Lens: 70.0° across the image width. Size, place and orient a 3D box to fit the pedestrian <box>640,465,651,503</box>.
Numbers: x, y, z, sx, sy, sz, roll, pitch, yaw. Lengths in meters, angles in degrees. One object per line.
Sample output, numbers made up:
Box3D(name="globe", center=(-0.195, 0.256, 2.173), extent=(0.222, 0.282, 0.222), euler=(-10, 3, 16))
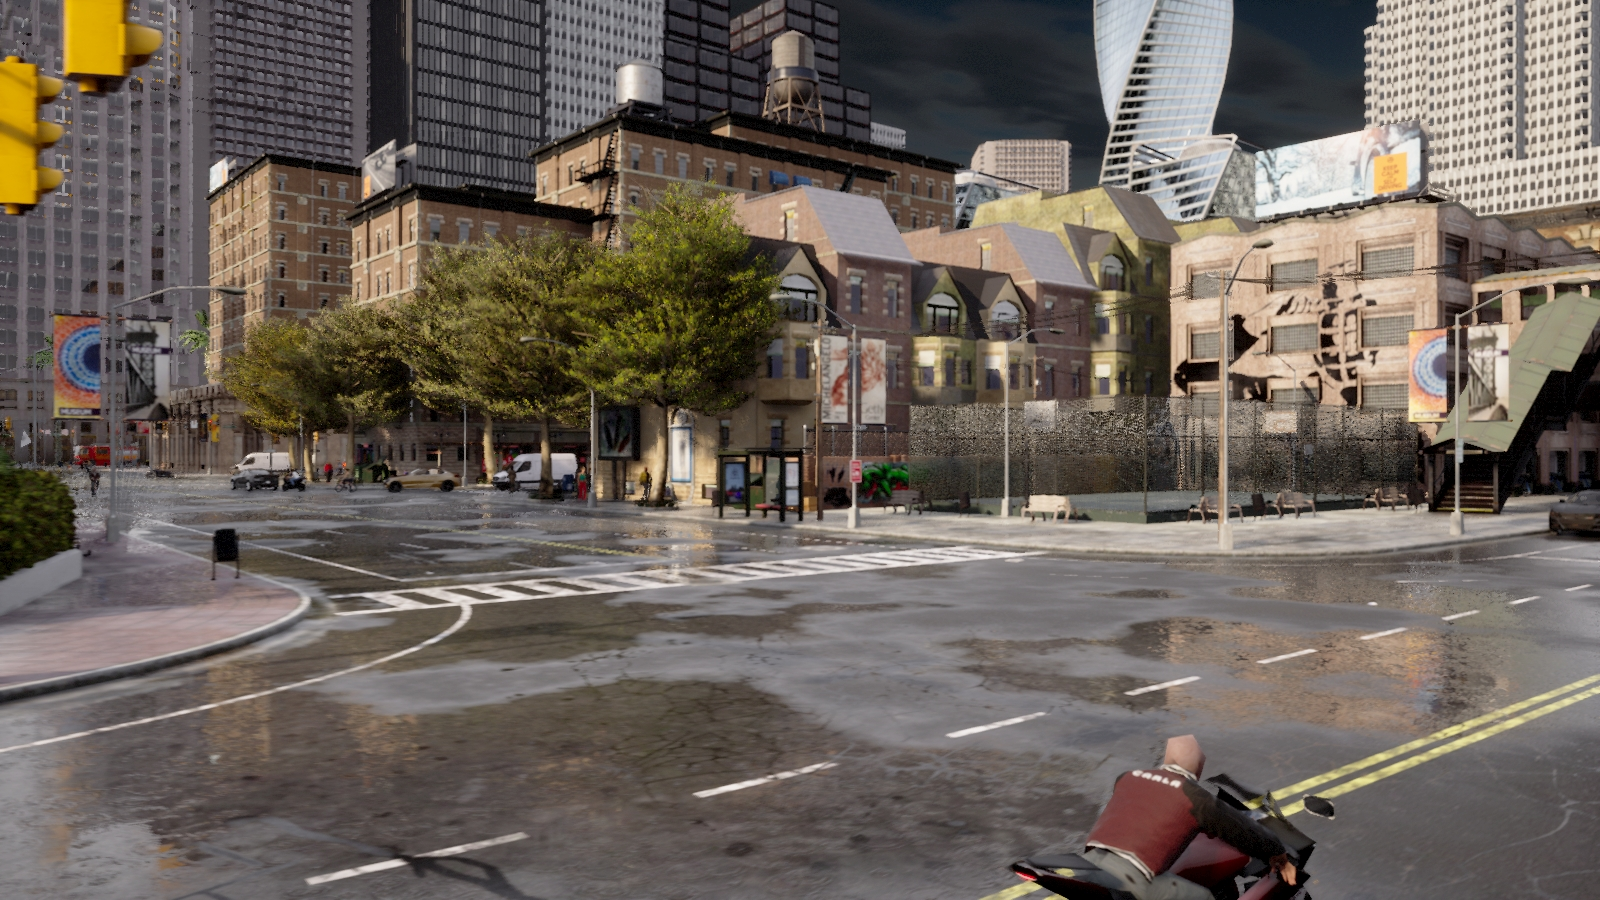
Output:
Box3D(name="pedestrian", center=(-7.734, 1.700, 57.147), extent=(0.375, 1.860, 0.375), euler=(0, 0, -39))

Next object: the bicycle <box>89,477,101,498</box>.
Box3D(name="bicycle", center=(-41.657, 2.220, 67.507), extent=(0.329, 1.171, 1.835), euler=(0, 0, -40))

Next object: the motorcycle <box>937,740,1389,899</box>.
Box3D(name="motorcycle", center=(1.721, 2.205, 5.207), extent=(2.209, 1.251, 0.867), euler=(0, 0, -38))

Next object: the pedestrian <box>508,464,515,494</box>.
Box3D(name="pedestrian", center=(-18.485, 1.854, 73.297), extent=(0.375, 1.860, 0.375), euler=(0, 0, -25))

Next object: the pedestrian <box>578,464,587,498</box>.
Box3D(name="pedestrian", center=(-12.007, 1.701, 62.943), extent=(0.375, 1.860, 0.375), euler=(0, 0, -31))

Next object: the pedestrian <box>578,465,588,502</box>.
Box3D(name="pedestrian", center=(-11.079, 1.703, 58.298), extent=(0.375, 1.860, 0.375), euler=(0, 0, -31))
